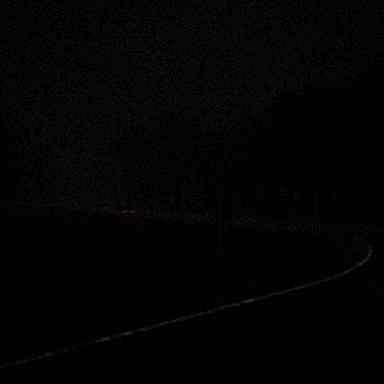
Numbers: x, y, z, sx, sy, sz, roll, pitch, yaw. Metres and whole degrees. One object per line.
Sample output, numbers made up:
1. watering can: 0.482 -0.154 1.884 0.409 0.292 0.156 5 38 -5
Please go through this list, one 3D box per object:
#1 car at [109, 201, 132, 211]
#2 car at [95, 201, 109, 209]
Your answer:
1. car: -11.003 2.182 52.806 1.812 1.442 4.674 2 -2 -34
2. car: -16.015 2.278 60.039 1.882 1.535 5.008 2 -2 -34
